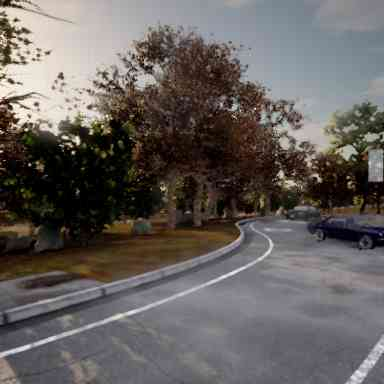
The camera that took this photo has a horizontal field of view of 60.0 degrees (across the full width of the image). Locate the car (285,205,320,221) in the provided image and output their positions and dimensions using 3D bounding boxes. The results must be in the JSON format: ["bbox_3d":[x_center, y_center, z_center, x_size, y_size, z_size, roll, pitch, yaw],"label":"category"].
[{"bbox_3d":[10.879,1.999,32.416,1.812,1.442,4.674,0,-1,44],"label":"car"}]

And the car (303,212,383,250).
[{"bbox_3d":[7.659,1.828,15.717,1.895,1.301,4.718,1,-1,-18],"label":"car"}]
